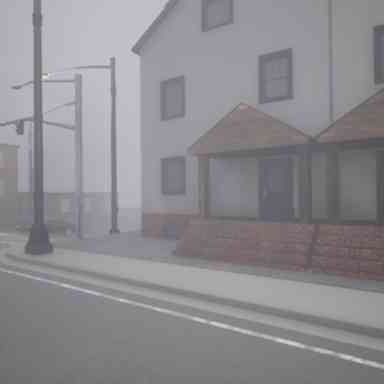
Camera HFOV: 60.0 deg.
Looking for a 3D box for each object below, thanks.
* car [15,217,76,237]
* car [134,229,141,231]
[{"bbox_3d":[-11.927,2.867,27.513,1.837,1.490,4.892,-1,-9,36],"label":"car"},{"bbox_3d":[-4.375,4.938,38.052,2.150,2.045,5.566,-1,-16,35],"label":"car"}]
